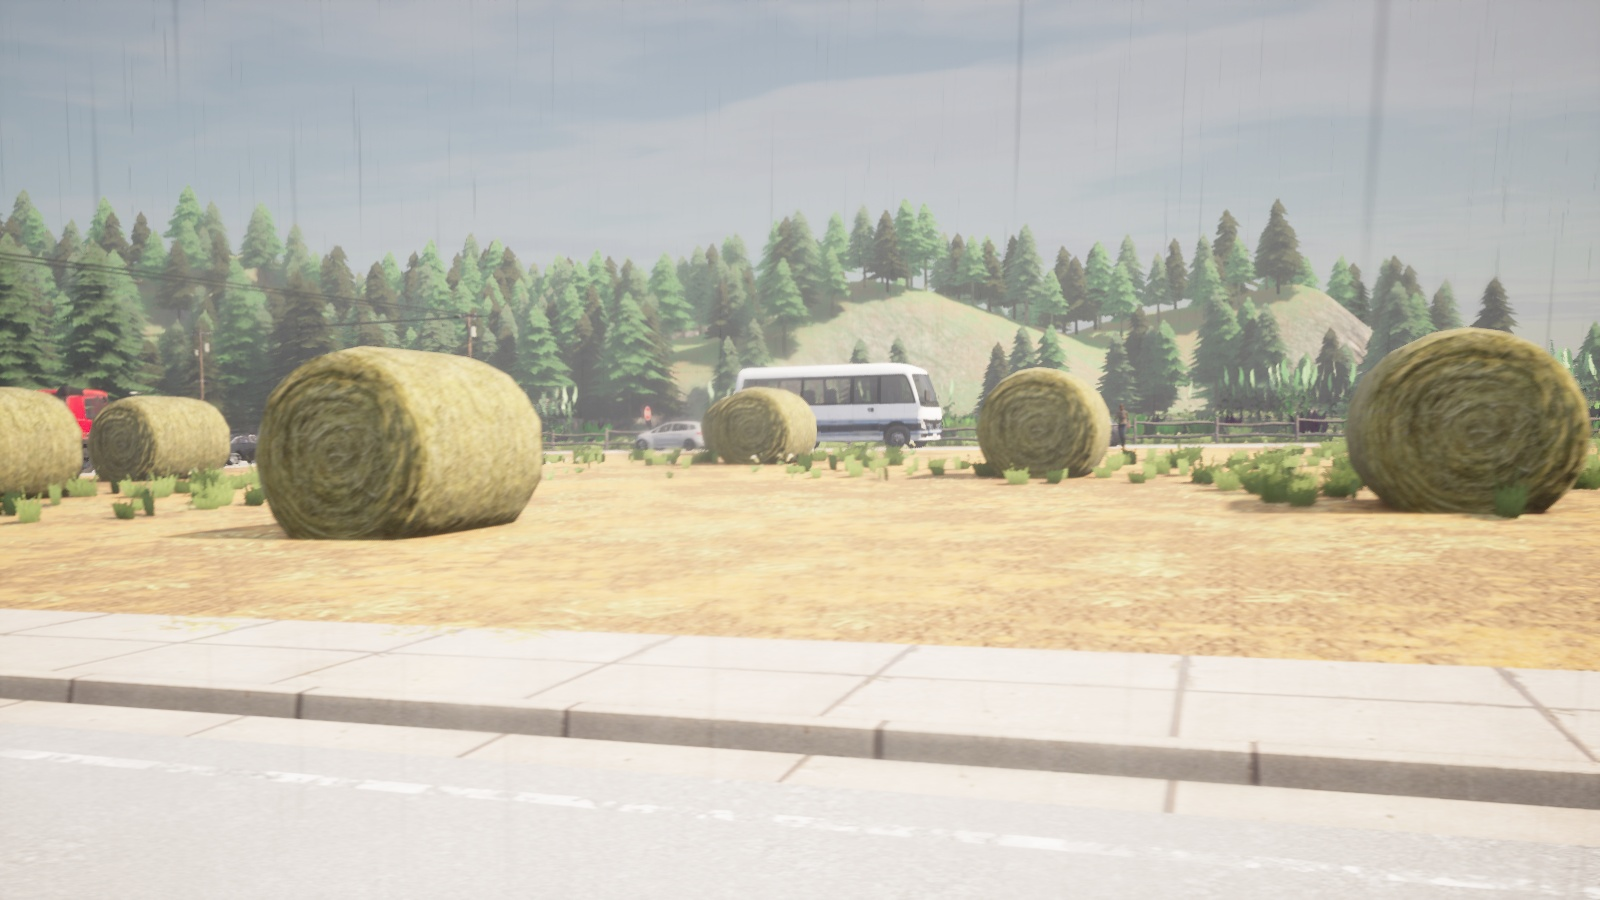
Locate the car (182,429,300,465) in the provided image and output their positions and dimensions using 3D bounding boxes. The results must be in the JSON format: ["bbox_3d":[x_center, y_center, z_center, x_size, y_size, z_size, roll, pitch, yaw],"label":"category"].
[{"bbox_3d":[-25.543,-0.180,57.561,2.128,1.511,4.902,0,1,20],"label":"car"}]

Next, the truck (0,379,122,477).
[{"bbox_3d":[-29.528,-0.808,46.374,2.891,3.462,7.936,0,1,20],"label":"truck"}]

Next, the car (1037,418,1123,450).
[{"bbox_3d":[13.631,-0.772,61.118,3.806,1.475,1.970,0,1,22],"label":"car"}]

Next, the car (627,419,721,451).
[{"bbox_3d":[-6.968,-0.839,69.597,4.611,1.667,2.242,0,1,23],"label":"car"}]

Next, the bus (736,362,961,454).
[{"bbox_3d":[2.382,-1.995,61.929,10.273,4.253,3.944,0,1,22],"label":"bus"}]

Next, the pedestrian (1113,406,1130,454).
[{"bbox_3d":[12.204,-0.753,47.610,0.328,1.805,0.869,0,2,34],"label":"pedestrian"}]
